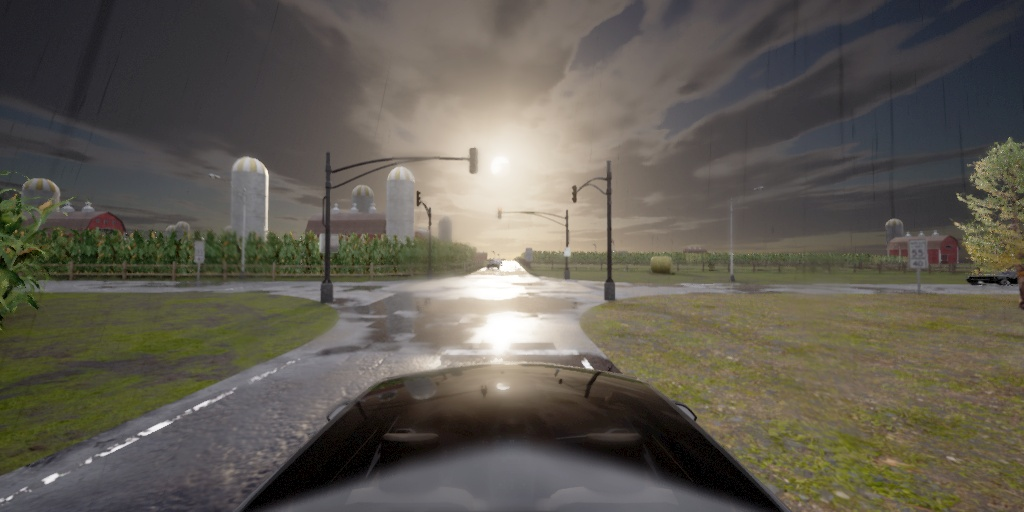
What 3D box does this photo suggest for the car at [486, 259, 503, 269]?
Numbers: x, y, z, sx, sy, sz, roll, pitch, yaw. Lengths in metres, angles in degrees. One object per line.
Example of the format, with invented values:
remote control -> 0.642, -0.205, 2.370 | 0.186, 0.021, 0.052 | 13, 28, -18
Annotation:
car -> -2.835, 1.348, 54.153 | 1.895, 1.301, 4.718 | 0, 0, 0

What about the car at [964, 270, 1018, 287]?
car -> 38.369, 1.736, 27.842 | 4.718, 1.301, 1.895 | 1, -1, -4
